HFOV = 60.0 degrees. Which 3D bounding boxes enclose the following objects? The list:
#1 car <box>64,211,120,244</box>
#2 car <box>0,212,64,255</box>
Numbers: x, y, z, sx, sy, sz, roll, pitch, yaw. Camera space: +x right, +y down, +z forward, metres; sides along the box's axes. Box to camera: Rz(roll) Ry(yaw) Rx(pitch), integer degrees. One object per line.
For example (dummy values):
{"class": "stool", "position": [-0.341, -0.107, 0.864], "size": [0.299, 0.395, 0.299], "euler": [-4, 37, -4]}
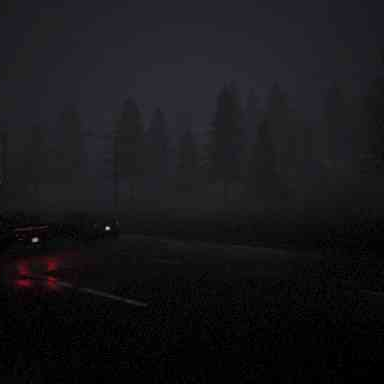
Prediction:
{"class": "car", "position": [-5.534, 1.666, 16.522], "size": [4.181, 1.385, 1.994], "euler": [-1, 0, 35]}
{"class": "car", "position": [-7.827, 1.597, 13.858], "size": [4.902, 1.511, 2.128], "euler": [0, 0, 36]}
